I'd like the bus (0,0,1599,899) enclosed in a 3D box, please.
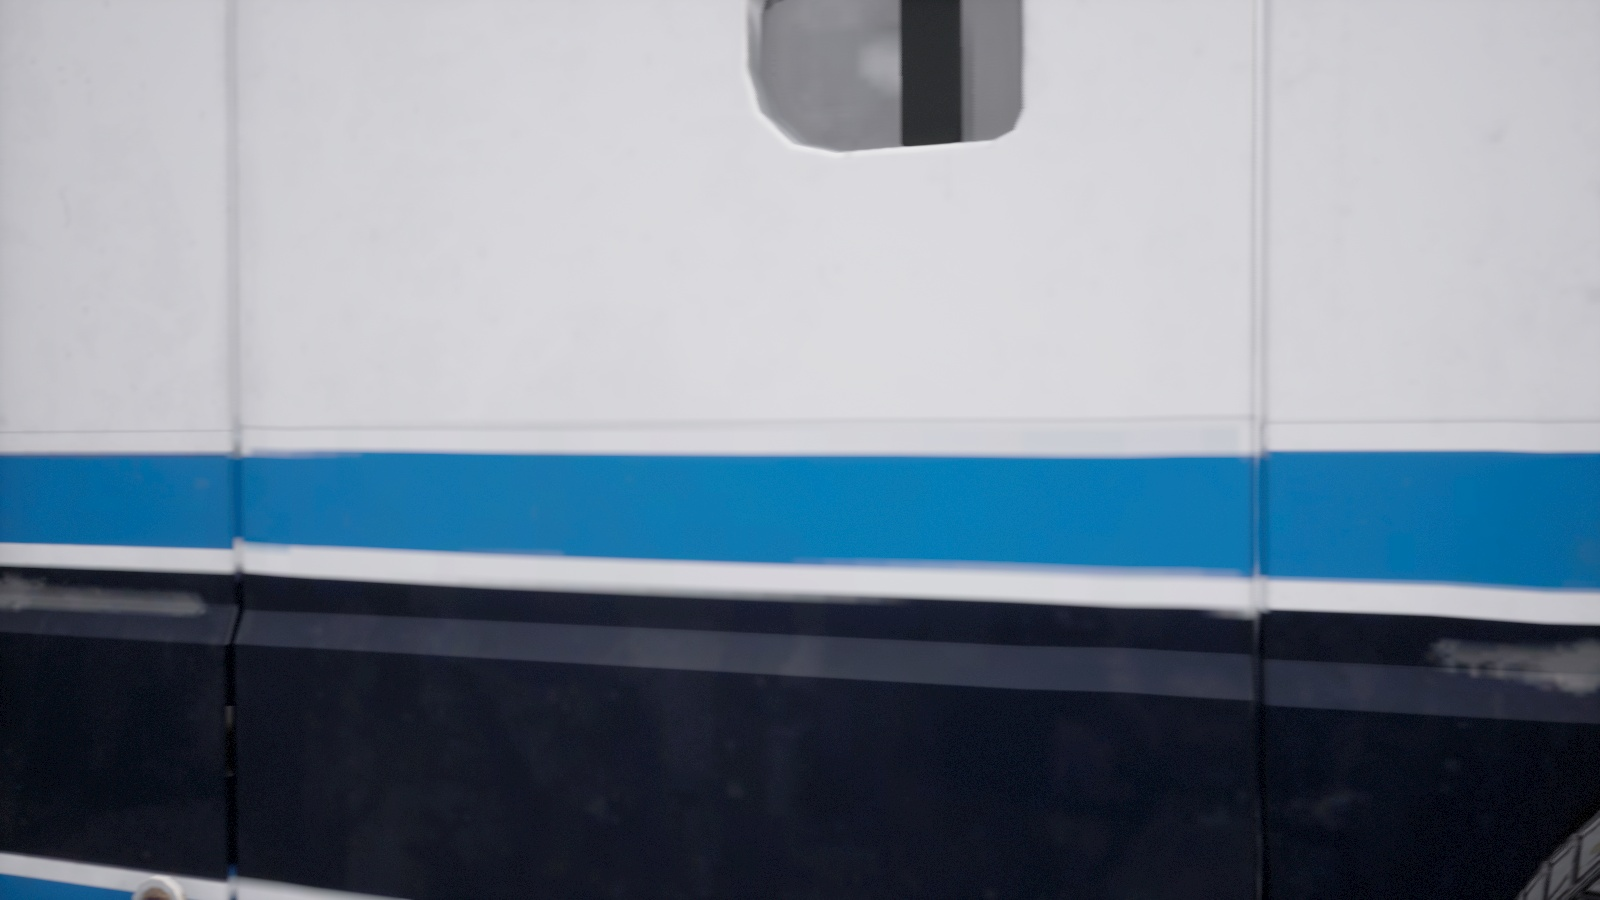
[{"bbox_3d":[-0.954,-0.610,3.484,10.273,4.253,3.944,0,1,18],"label":"bus"}]
